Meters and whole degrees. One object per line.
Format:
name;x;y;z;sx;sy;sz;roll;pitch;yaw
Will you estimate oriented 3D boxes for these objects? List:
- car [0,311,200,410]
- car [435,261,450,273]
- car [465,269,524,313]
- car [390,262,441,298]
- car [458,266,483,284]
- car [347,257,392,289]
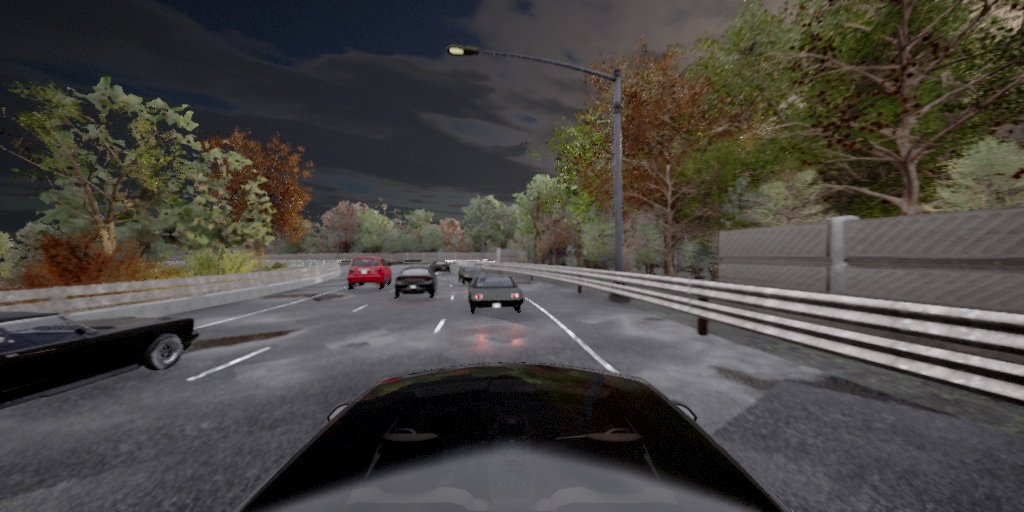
car;-7.044;1.403;4.893;1.895;1.301;4.718;0;0;-2
car;-9.258;1.365;45.944;1.882;1.535;5.008;0;0;-23
car;-0.782;1.377;14.181;1.895;1.301;4.718;0;0;-7
car;-4.996;1.291;19.149;1.882;1.535;5.008;0;0;-9
car;-3.127;1.416;27.778;1.895;1.301;4.718;0;0;-13
car;-9.488;1.073;24.240;2.150;2.045;5.566;0;0;-12
